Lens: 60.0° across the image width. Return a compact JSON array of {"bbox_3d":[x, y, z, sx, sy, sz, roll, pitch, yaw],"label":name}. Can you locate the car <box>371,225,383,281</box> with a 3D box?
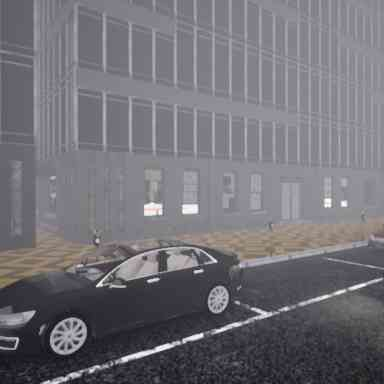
[{"bbox_3d":[6.424,1.521,7.931,4.674,1.442,1.812,0,0,-35],"label":"car"}]

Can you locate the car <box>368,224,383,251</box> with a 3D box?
[{"bbox_3d":[8.270,1.576,12.416,4.206,1.307,1.802,0,0,-35],"label":"car"}]

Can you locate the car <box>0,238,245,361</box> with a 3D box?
[{"bbox_3d":[-1.016,1.550,5.830,4.403,1.369,2.008,0,0,-35],"label":"car"}]
